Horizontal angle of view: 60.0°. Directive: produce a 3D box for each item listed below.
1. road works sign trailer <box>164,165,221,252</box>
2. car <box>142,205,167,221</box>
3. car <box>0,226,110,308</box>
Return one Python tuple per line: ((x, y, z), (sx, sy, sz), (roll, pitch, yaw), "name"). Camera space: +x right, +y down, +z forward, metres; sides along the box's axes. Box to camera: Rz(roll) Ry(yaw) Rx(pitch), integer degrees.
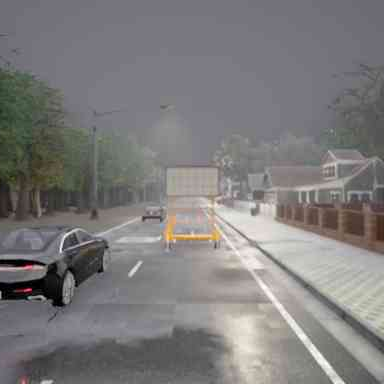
((0.023, 0.609, 14.721), (2.380, 3.560, 2.880), (0, -1, 0), "road works sign trailer")
((-3.355, 1.855, 30.067), (2.033, 1.411, 5.357), (0, -1, 0), "car")
((-3.385, 1.572, 8.104), (2.128, 1.511, 4.902), (0, -1, 0), "car")
